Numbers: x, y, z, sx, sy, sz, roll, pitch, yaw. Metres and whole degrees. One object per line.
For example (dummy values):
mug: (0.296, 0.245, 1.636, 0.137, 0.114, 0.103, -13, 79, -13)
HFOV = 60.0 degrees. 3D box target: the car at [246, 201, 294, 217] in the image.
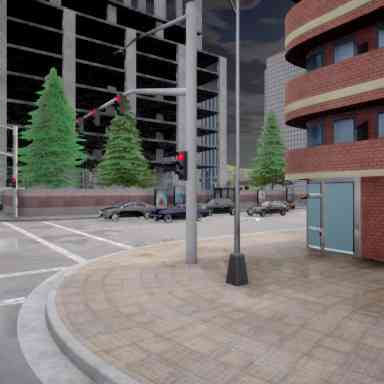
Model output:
car: (7.360, 1.581, 32.243, 4.674, 1.442, 1.812, 0, 0, -35)

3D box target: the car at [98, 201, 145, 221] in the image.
car: (-5.285, 1.547, 27.596, 4.902, 1.511, 2.128, 0, 0, -35)

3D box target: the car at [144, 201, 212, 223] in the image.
car: (-1.023, 1.656, 26.323, 4.718, 1.301, 1.895, 0, 0, -35)

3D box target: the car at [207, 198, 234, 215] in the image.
car: (2.202, 1.407, 32.889, 4.553, 1.767, 2.097, 0, 0, -35)
